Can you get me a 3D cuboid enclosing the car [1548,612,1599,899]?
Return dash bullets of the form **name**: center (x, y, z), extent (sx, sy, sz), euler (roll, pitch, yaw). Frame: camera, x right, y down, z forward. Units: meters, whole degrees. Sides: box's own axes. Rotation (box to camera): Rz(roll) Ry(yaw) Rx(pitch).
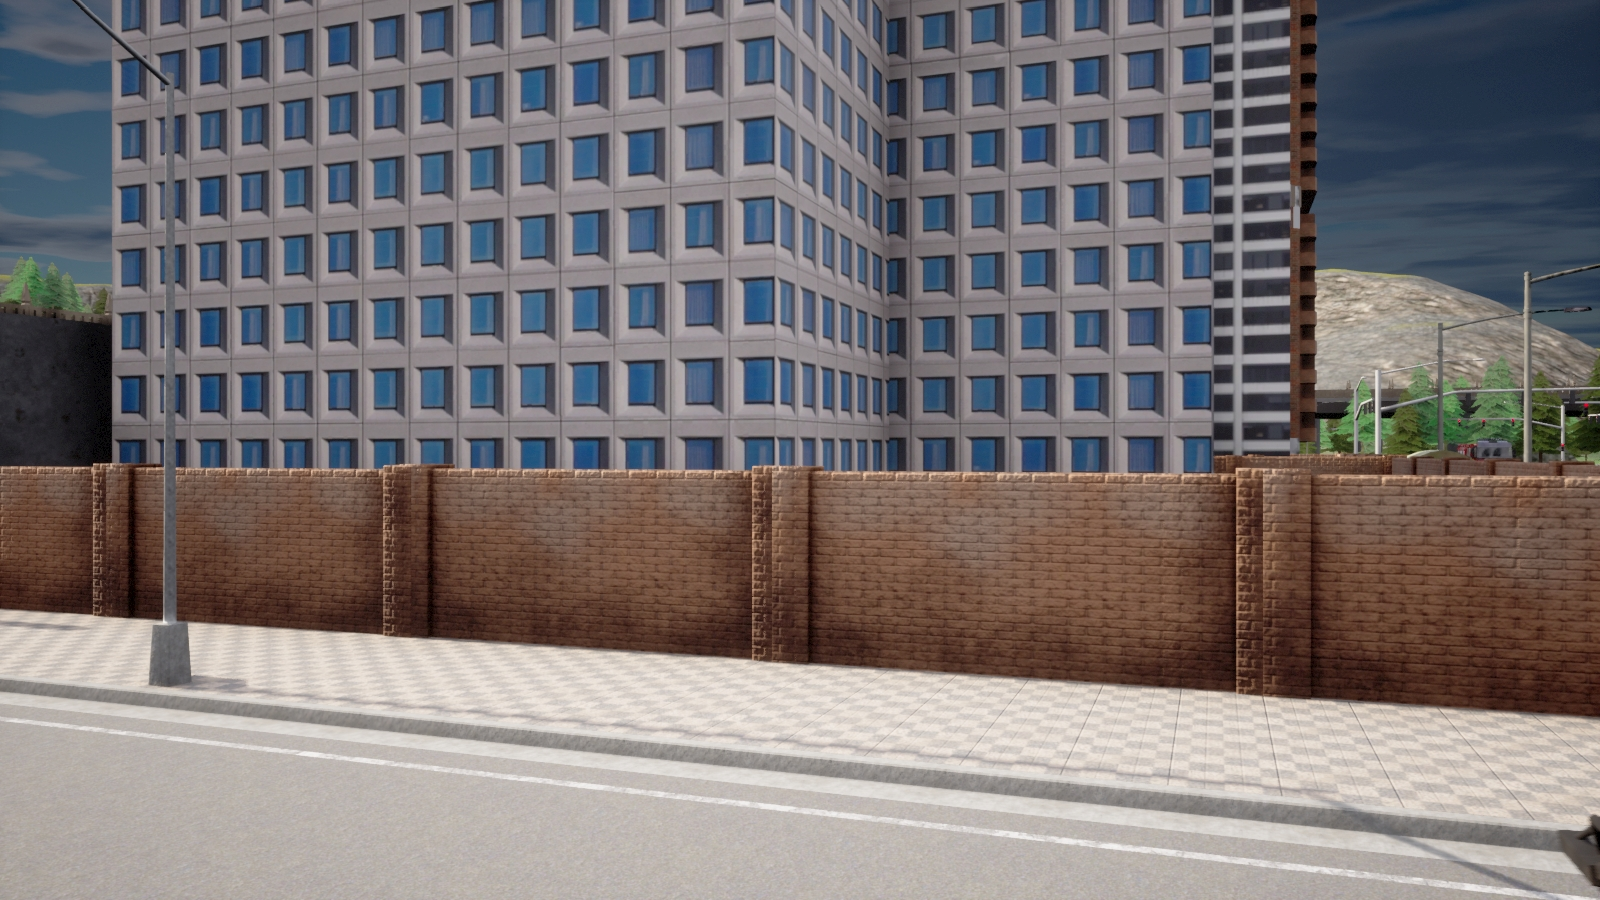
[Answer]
- **car**: center (5.723, 1.857, 4.906), extent (3.866, 1.878, 1.905), euler (0, 0, 20)
